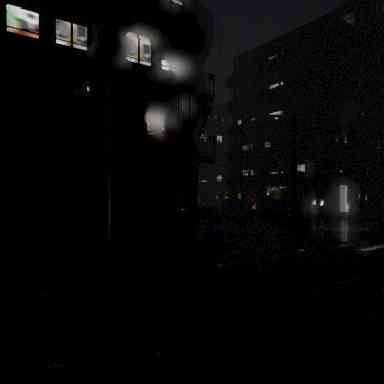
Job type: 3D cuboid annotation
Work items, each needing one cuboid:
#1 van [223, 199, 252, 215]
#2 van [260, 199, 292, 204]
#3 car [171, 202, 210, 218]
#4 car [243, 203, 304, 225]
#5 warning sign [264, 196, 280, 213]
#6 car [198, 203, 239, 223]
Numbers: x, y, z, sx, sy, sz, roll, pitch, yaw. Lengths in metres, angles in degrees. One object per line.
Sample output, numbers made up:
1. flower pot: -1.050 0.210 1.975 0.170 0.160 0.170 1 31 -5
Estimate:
1. van: 5.096 1.676 38.095 1.690 1.788 3.998 -1 0 -36
2. van: 8.424 1.602 33.589 1.690 1.788 3.998 -1 0 -36
3. car: -0.232 1.898 35.613 1.812 1.442 4.674 0 0 -37
4. car: 6.486 1.824 26.511 1.895 1.301 4.718 0 -1 -37
5. warning sign: 8.906 1.400 36.979 1.300 1.860 1.060 1 0 -36
6. car: 1.699 1.874 28.653 1.802 1.307 4.206 -1 0 -36
